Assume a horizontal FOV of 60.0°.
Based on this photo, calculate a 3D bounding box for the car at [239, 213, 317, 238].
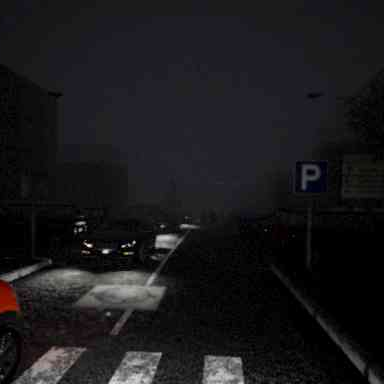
[{"bbox_3d":[5.737,2.250,22.771,4.792,1.488,2.163,1,-3,3],"label":"car"}]

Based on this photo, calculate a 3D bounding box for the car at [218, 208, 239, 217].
[{"bbox_3d":[8.336,4.690,75.730,4.553,1.767,2.185,1,-3,3],"label":"car"}]

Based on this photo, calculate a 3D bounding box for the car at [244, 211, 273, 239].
[{"bbox_3d":[5.501,1.954,17.256,5.008,1.535,2.097,1,-3,2],"label":"car"}]

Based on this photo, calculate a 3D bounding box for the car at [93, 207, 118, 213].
[{"bbox_3d":[-6.831,1.704,17.539,5.008,1.535,2.097,1,-2,3],"label":"car"}]

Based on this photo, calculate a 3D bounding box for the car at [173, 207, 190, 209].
[{"bbox_3d":[-3.850,4.516,80.176,5.566,2.045,2.435,1,-3,3],"label":"car"}]

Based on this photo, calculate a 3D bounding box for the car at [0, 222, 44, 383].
[{"bbox_3d":[-3.302,1.292,2.186,2.097,1.767,4.553,1,0,7],"label":"car"}]

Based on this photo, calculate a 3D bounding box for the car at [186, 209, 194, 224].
[{"bbox_3d":[-1.208,2.924,38.032,1.895,1.301,4.718,1,-3,3],"label":"car"}]

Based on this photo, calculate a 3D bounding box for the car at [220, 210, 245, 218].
[{"bbox_3d":[7.796,4.299,64.577,4.792,1.488,2.163,1,-3,3],"label":"car"}]

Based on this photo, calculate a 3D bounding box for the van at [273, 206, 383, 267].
[{"bbox_3d":[5.354,1.520,11.650,4.442,1.987,1.878,1,-2,3],"label":"van"}]

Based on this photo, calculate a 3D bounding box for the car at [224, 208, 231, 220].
[{"bbox_3d":[6.619,2.904,36.698,5.366,1.575,1.946,1,-3,3],"label":"car"}]

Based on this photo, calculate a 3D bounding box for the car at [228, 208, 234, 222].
[{"bbox_3d":[6.352,2.631,31.124,5.366,1.575,1.946,1,-3,3],"label":"car"}]

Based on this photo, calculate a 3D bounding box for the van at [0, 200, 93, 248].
[{"bbox_3d":[-7.071,1.364,14.784,4.442,1.987,1.878,1,-2,3],"label":"van"}]

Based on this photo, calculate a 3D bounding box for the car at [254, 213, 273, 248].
[{"bbox_3d":[5.395,1.867,14.427,4.792,1.488,2.163,1,-2,3],"label":"car"}]

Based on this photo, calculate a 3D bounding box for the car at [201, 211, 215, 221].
[{"bbox_3d":[2.364,3.469,48.909,2.033,1.411,5.357,1,-3,3],"label":"car"}]

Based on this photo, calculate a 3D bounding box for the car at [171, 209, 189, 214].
[{"bbox_3d":[-3.295,5.371,91.888,4.792,1.488,2.163,1,-3,3],"label":"car"}]

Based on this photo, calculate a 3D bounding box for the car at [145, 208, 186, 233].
[{"bbox_3d":[-1.876,2.175,24.978,2.128,1.511,4.902,1,-3,3],"label":"car"}]

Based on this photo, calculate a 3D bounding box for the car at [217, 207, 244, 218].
[{"bbox_3d":[8.068,4.292,70.164,5.566,2.045,2.435,1,-3,3],"label":"car"}]

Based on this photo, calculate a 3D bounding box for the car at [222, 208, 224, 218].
[{"bbox_3d":[6.828,3.314,45.068,4.892,1.521,2.231,1,-3,3],"label":"car"}]

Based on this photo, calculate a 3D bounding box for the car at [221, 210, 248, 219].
[{"bbox_3d":[7.498,4.036,59.002,4.674,1.452,2.002,1,-3,3],"label":"car"}]

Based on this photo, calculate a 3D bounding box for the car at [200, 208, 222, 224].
[{"bbox_3d":[1.952,2.892,38.220,2.128,1.511,4.902,1,-3,3],"label":"car"}]

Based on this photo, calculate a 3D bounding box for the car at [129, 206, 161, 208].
[{"bbox_3d":[-5.835,2.525,34.364,5.366,1.575,1.946,1,-3,3],"label":"car"}]

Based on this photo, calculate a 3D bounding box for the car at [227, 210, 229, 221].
[{"bbox_3d":[6.328,2.797,33.918,4.792,1.488,2.163,1,-3,3],"label":"car"}]

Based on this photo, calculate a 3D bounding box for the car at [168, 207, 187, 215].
[{"bbox_3d":[-3.659,4.780,82.973,4.553,1.767,2.185,1,-3,3],"label":"car"}]

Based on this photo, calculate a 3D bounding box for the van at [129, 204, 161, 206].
[{"bbox_3d":[-5.871,2.563,39.833,4.442,1.987,1.878,1,-3,3],"label":"van"}]

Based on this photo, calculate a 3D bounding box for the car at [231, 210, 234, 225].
[{"bbox_3d":[6.062,2.524,28.343,4.792,1.488,2.163,1,-3,3],"label":"car"}]

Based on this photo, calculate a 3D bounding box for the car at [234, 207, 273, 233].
[{"bbox_3d":[5.610,1.833,19.998,5.566,2.045,2.435,1,-3,3],"label":"car"}]

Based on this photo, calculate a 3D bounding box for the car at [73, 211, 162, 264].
[{"bbox_3d":[-2.485,1.636,12.437,1.837,1.490,4.892,1,-2,3],"label":"car"}]

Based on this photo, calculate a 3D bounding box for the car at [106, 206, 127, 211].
[{"bbox_3d":[-6.659,1.711,20.327,4.553,1.767,2.185,1,-3,3],"label":"car"}]

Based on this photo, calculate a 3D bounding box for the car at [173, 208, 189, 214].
[{"bbox_3d":[-3.154,5.360,94.827,4.553,1.767,2.185,1,-3,3],"label":"car"}]

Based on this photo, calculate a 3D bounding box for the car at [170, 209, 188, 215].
[{"bbox_3d":[-3.404,5.238,88.954,4.674,1.452,2.002,1,-3,3],"label":"car"}]

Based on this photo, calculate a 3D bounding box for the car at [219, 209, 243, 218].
[{"bbox_3d":[7.873,4.280,67.372,4.553,1.767,2.185,1,-3,3],"label":"car"}]

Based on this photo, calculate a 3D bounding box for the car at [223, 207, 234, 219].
[{"bbox_3d":[6.671,3.051,42.290,4.553,1.767,2.185,1,-3,3],"label":"car"}]

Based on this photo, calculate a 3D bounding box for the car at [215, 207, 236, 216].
[{"bbox_3d":[8.947,5.246,89.675,5.566,2.045,2.435,1,-3,3],"label":"car"}]

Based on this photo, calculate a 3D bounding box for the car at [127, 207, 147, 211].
[{"bbox_3d":[-6.284,2.291,28.800,4.674,1.452,2.002,1,-3,3],"label":"car"}]
